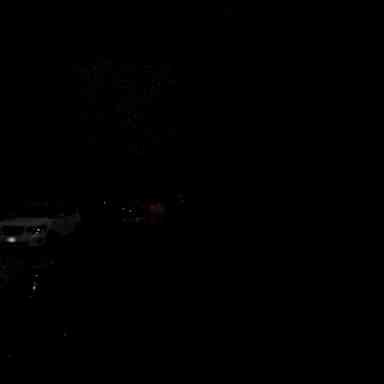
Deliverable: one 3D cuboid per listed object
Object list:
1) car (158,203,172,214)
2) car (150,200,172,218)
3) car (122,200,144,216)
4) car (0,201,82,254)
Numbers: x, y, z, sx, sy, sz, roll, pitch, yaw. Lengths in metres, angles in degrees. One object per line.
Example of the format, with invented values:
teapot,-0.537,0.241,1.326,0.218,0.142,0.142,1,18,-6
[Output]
car,-4.103,2.455,51.501,1.882,1.535,5.008,1,-1,-1
car,-3.739,1.979,40.108,2.150,2.045,5.566,1,-1,-1
car,-7.367,1.981,42.221,2.150,2.045,5.566,1,-2,-1
car,-6.669,1.445,14.924,2.150,2.045,5.566,1,-1,-2
